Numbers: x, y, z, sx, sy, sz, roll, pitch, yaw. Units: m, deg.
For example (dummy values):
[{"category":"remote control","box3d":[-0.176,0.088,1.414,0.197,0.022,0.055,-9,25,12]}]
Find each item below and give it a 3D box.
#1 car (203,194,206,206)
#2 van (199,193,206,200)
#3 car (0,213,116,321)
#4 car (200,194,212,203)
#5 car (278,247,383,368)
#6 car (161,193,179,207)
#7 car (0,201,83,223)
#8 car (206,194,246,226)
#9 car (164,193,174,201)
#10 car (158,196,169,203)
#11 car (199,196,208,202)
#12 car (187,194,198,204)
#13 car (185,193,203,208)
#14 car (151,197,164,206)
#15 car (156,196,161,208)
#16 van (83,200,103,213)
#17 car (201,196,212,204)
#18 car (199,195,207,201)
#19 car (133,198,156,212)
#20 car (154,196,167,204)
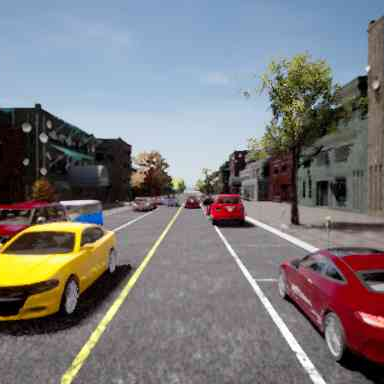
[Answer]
[{"category":"car","box3d":[2.698,1.528,55.549,1.947,1.339,4.313,-1,0,0]},{"category":"van","box3d":[2.701,1.278,88.839,1.690,1.788,3.998,-1,0,0]},{"category":"car","box3d":[-3.099,1.473,7.641,1.882,1.535,5.008,0,0,0]},{"category":"car","box3d":[2.697,1.269,66.646,2.192,1.841,5.009,-1,0,0]},{"category":"car","box3d":[2.689,1.579,5.614,1.802,1.307,4.206,-1,0,0]},{"category":"car","box3d":[-3.062,1.319,49.811,2.097,1.767,4.553,0,0,0]},{"category":"car","box3d":[-5.693,1.308,11.161,2.192,1.841,5.009,-1,0,0]},{"category":"car","box3d":[2.399,1.210,23.568,2.150,2.045,5.566,0,0,0]},{"category":"car","box3d":[-5.680,1.257,83.289,2.192,1.841,5.009,-1,0,0]},{"category":"car","box3d":[-5.681,1.536,66.645,1.802,1.307,4.206,-1,0,0]},{"category":"car","box3d":[2.702,1.528,77.742,1.802,1.307,4.206,-1,0,0]},{"category":"car","box3d":[0.011,1.314,65.158,2.097,1.767,4.553,0,0,0]},{"category":"car","box3d":[0.042,1.320,46.651,2.097,1.767,4.553,0,0,0]},{"category":"car","box3d":[-5.682,1.544,55.548,1.802,1.307,4.206,-1,0,0]},{"category":"car","box3d":[-5.685,1.515,44.452,1.887,1.381,4.507,-1,0,0]},{"category":"van","box3d":[-5.692,1.331,16.709,1.690,1.788,3.998,-1,0,0]},{"category":"car","box3d":[2.699,1.484,61.266,1.752,1.417,4.829,-1,0,0]},{"category":"car","box3d":[2.703,1.467,83.460,1.752,1.417,4.829,-1,0,0]},{"category":"car","box3d":[-5.687,1.414,38.903,1.967,1.590,4.097,-1,0,0]},{"category":"car","box3d":[-5.682,1.509,61.096,2.008,1.369,4.403,-1,0,0]}]
